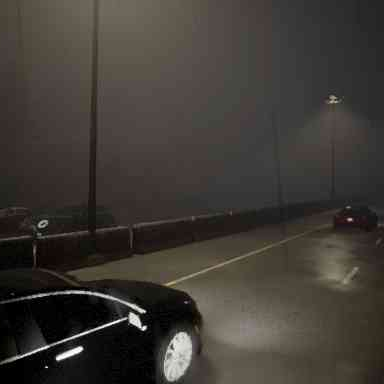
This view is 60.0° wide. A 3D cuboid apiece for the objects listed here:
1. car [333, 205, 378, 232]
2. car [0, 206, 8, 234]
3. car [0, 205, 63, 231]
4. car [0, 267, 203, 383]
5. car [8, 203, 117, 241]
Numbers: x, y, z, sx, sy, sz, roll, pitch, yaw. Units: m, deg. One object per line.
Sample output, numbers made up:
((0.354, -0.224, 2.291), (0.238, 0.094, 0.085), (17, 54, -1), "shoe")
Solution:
((9.910, 1.495, 20.087), (1.994, 1.385, 4.181), (0, 0, 34), "car")
((-9.572, 1.477, 16.785), (2.128, 1.511, 4.902), (0, 0, 34), "car")
((-10.846, 1.578, 21.117), (1.895, 1.301, 4.718), (0, 0, 34), "car")
((-1.726, 1.503, 3.119), (1.837, 1.490, 4.892), (0, 0, 34), "car")
((-5.864, 1.336, 16.004), (2.097, 1.767, 4.553), (0, 0, 34), "car")
